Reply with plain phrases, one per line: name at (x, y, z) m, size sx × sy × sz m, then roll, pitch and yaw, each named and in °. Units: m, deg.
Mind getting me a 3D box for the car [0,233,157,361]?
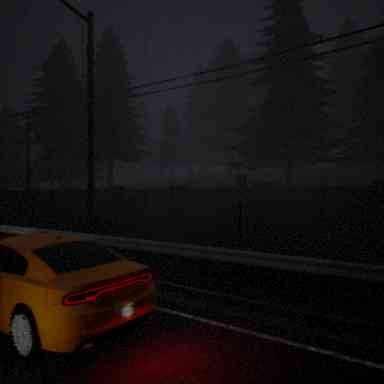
car at (-2.907, 1.506, 6.064) m, size 5.008 × 1.535 × 1.882 m, roll 0°, pitch 0°, yaw 35°
